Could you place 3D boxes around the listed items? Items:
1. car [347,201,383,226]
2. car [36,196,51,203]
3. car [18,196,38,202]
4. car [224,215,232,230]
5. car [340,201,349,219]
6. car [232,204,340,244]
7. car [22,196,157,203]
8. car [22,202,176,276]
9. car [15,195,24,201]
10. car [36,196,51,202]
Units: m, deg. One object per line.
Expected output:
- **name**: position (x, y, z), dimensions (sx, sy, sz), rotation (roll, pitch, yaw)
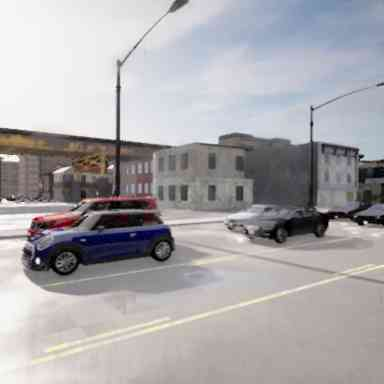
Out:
- **car**: position (12.612, 1.447, 21.534), dimensions (5.357, 1.411, 2.033), rotation (0, 0, -35)
- **car**: position (-36.100, 1.874, 80.959), dimensions (2.038, 1.542, 4.974), rotation (0, 0, -5)
- **car**: position (-39.877, 1.693, 80.904), dimensions (4.536, 1.218, 1.853), rotation (0, 0, 25)
- **car**: position (4.067, 1.485, 19.790), dimensions (4.674, 1.442, 1.812), rotation (-1, 0, -35)
- **car**: position (12.729, 1.418, 25.882), dimensions (5.357, 1.411, 2.033), rotation (-1, 0, -36)
- **car**: position (4.565, 1.458, 15.852), dimensions (4.902, 1.511, 2.128), rotation (0, 0, -36)
- **car**: position (-3.874, 1.238, 14.144), dimensions (5.566, 2.045, 2.150), rotation (0, 0, -36)
- **car**: position (-2.828, 1.362, 10.578), dimensions (4.553, 1.767, 2.097), rotation (0, 0, -35)
- **car**: position (-39.831, 1.850, 80.882), dimensions (4.974, 1.542, 2.038), rotation (0, 0, 25)
- **car**: position (-36.105, 1.717, 81.011), dimensions (1.853, 1.218, 4.536), rotation (0, 0, -5)
